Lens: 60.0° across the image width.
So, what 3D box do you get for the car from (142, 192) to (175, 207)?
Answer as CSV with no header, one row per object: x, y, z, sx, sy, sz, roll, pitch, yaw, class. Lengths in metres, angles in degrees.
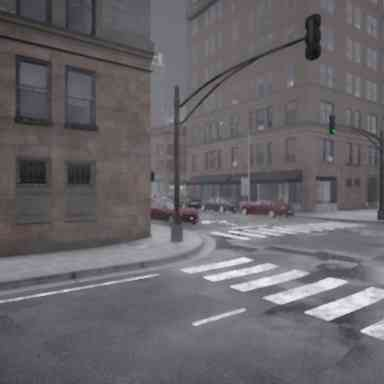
-3.965,0.859,38.764,1.967,1.590,4.097,1,0,-36,car

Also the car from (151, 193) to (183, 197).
-3.205,1.018,32.921,1.812,1.442,4.674,0,1,-36,car

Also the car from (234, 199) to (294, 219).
5.625,1.198,25.321,1.887,1.381,4.507,1,0,-36,car

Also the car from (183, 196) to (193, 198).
-0.770,1.063,34.284,1.947,1.339,4.313,1,0,-36,car

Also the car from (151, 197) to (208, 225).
-1.315,1.194,20.370,1.887,1.381,4.507,1,0,-36,car

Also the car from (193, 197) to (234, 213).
2.427,1.126,29.803,2.008,1.369,4.403,1,0,-36,car
